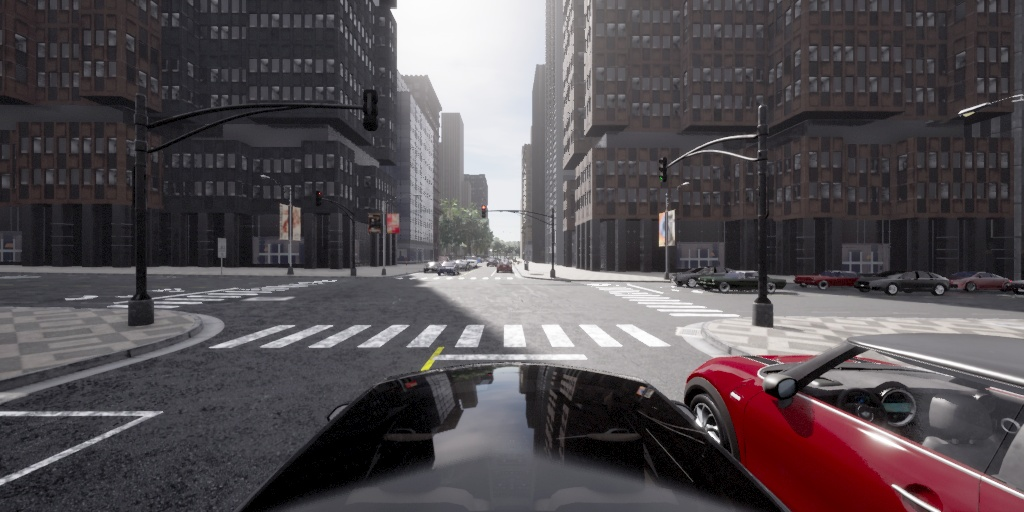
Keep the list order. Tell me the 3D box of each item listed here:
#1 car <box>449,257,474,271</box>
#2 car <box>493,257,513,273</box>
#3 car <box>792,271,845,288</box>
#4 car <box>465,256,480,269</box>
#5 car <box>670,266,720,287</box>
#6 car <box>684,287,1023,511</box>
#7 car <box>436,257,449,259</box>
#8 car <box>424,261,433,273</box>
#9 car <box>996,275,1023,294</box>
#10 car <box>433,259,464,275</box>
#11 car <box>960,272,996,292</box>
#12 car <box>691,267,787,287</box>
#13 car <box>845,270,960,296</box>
[{"bbox_3d":[-6.834,1.258,48.587,2.128,1.511,4.902,0,0,-1],"label":"car"},{"bbox_3d":[-0.907,1.195,43.526,1.967,1.591,4.097,0,0,-1],"label":"car"},{"bbox_3d":[23.072,1.704,25.690,4.718,1.301,1.895,1,0,-1],"label":"car"},{"bbox_3d":[-6.965,1.012,59.219,2.150,2.045,5.566,0,0,0],"label":"car"},{"bbox_3d":[13.853,1.475,25.586,4.892,1.490,1.837,1,0,-1],"label":"car"},{"bbox_3d":[2.761,1.190,2.160,1.967,1.591,4.097,0,0,0],"label":"car"},{"bbox_3d":[-9.506,1.082,48.838,2.192,1.841,5.009,0,0,-1],"label":"car"},{"bbox_3d":[-9.431,1.321,43.412,1.948,1.339,4.313,0,0,-1],"label":"car"},{"bbox_3d":[34.740,1.825,22.599,5.357,1.411,2.033,1,0,-1],"label":"car"},{"bbox_3d":[-6.686,1.292,38.321,2.033,1.411,5.357,0,0,-1],"label":"car"},{"bbox_3d":[33.038,1.813,25.824,4.181,1.385,1.994,1,0,-1],"label":"car"},{"bbox_3d":[14.159,1.579,22.340,4.718,1.301,1.895,1,0,-3],"label":"car"},{"bbox_3d":[24.359,1.631,22.472,4.892,1.490,1.837,1,0,-1],"label":"car"}]
